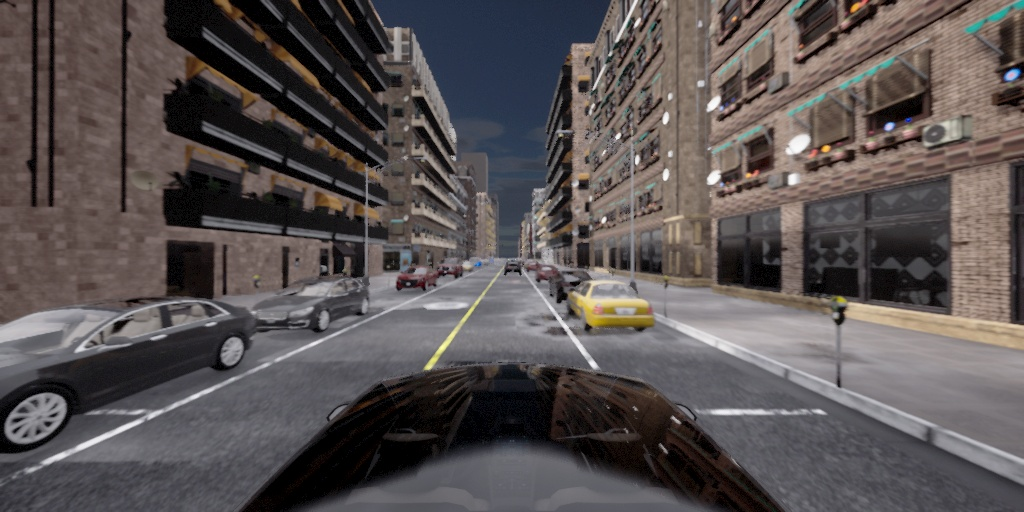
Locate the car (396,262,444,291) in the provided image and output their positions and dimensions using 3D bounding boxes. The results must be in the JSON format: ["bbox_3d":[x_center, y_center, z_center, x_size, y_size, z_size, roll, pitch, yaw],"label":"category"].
[{"bbox_3d":[-5.691,1.291,21.930,1.888,1.381,4.507,0,0,0],"label":"car"}]

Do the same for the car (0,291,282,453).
[{"bbox_3d":[-5.691,1.300,5.020,2.007,1.370,4.403,0,0,0],"label":"car"}]

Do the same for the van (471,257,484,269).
[{"bbox_3d":[-5.691,1.081,55.747,1.690,1.789,3.998,0,0,0],"label":"van"}]

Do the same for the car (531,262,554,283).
[{"bbox_3d":[2.690,1.328,27.562,1.802,1.307,4.207,0,0,0],"label":"car"}]

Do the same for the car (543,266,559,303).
[{"bbox_3d":[2.690,1.313,16.289,1.948,1.339,4.313,0,0,0],"label":"car"}]

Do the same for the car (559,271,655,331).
[{"bbox_3d":[2.690,1.274,10.823,1.751,1.417,4.829,0,0,0],"label":"car"}]

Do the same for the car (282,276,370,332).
[{"bbox_3d":[-5.692,1.299,10.657,2.007,1.370,4.403,0,0,0],"label":"car"}]

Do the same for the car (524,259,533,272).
[{"bbox_3d":[2.690,1.325,44.471,1.802,1.307,4.207,0,0,0],"label":"car"}]

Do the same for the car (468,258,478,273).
[{"bbox_3d":[-5.691,1.267,44.304,1.751,1.417,4.829,0,0,0],"label":"car"}]

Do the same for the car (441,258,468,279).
[{"bbox_3d":[-5.691,1.059,33.203,2.192,1.841,5.009,0,0,0],"label":"car"}]

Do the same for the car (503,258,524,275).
[{"bbox_3d":[0.100,1.248,39.172,1.837,1.490,4.892,0,0,0],"label":"car"}]
